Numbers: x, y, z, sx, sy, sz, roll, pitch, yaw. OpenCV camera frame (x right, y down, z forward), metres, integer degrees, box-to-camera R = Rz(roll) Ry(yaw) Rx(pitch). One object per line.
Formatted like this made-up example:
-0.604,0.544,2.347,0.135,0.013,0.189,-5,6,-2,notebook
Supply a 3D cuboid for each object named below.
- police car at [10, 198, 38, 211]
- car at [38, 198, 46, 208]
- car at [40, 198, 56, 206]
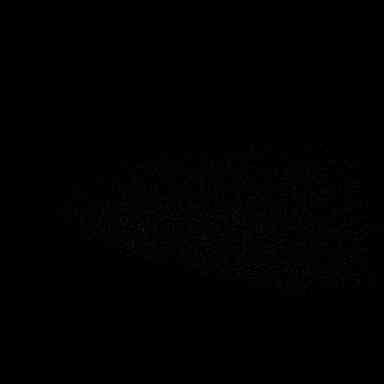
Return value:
-22.816,1.626,44.801,1.930,1.638,5.238,0,0,-12,police car
-24.865,1.764,54.475,1.837,1.490,4.892,0,0,-12,car
-26.108,1.821,60.345,1.812,1.442,4.674,0,0,-12,car
